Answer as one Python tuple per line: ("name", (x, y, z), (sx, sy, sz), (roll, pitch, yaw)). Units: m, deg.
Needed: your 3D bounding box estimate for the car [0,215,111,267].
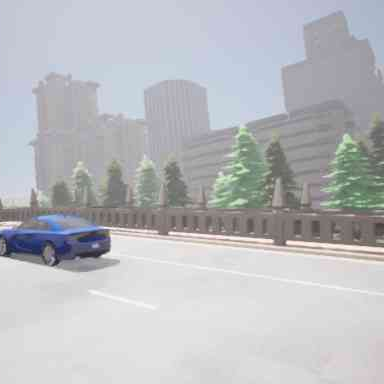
("car", (-5.047, 1.566, 11.906), (5.008, 1.535, 1.882), (0, 0, 36))
